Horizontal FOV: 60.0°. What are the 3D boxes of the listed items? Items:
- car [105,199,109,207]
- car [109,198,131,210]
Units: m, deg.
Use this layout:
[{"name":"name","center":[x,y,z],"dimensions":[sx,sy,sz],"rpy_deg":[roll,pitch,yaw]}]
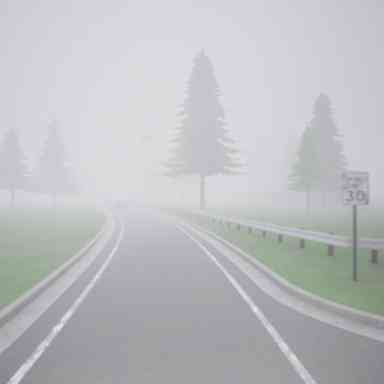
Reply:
[{"name":"car","center":[-13.003,1.691,53.967],"dimensions":[1.895,1.301,4.718],"rpy_deg":[0,0,-20]},{"name":"car","center":[-9.516,1.670,44.618],"dimensions":[1.895,1.301,4.718],"rpy_deg":[0,0,-20]}]
